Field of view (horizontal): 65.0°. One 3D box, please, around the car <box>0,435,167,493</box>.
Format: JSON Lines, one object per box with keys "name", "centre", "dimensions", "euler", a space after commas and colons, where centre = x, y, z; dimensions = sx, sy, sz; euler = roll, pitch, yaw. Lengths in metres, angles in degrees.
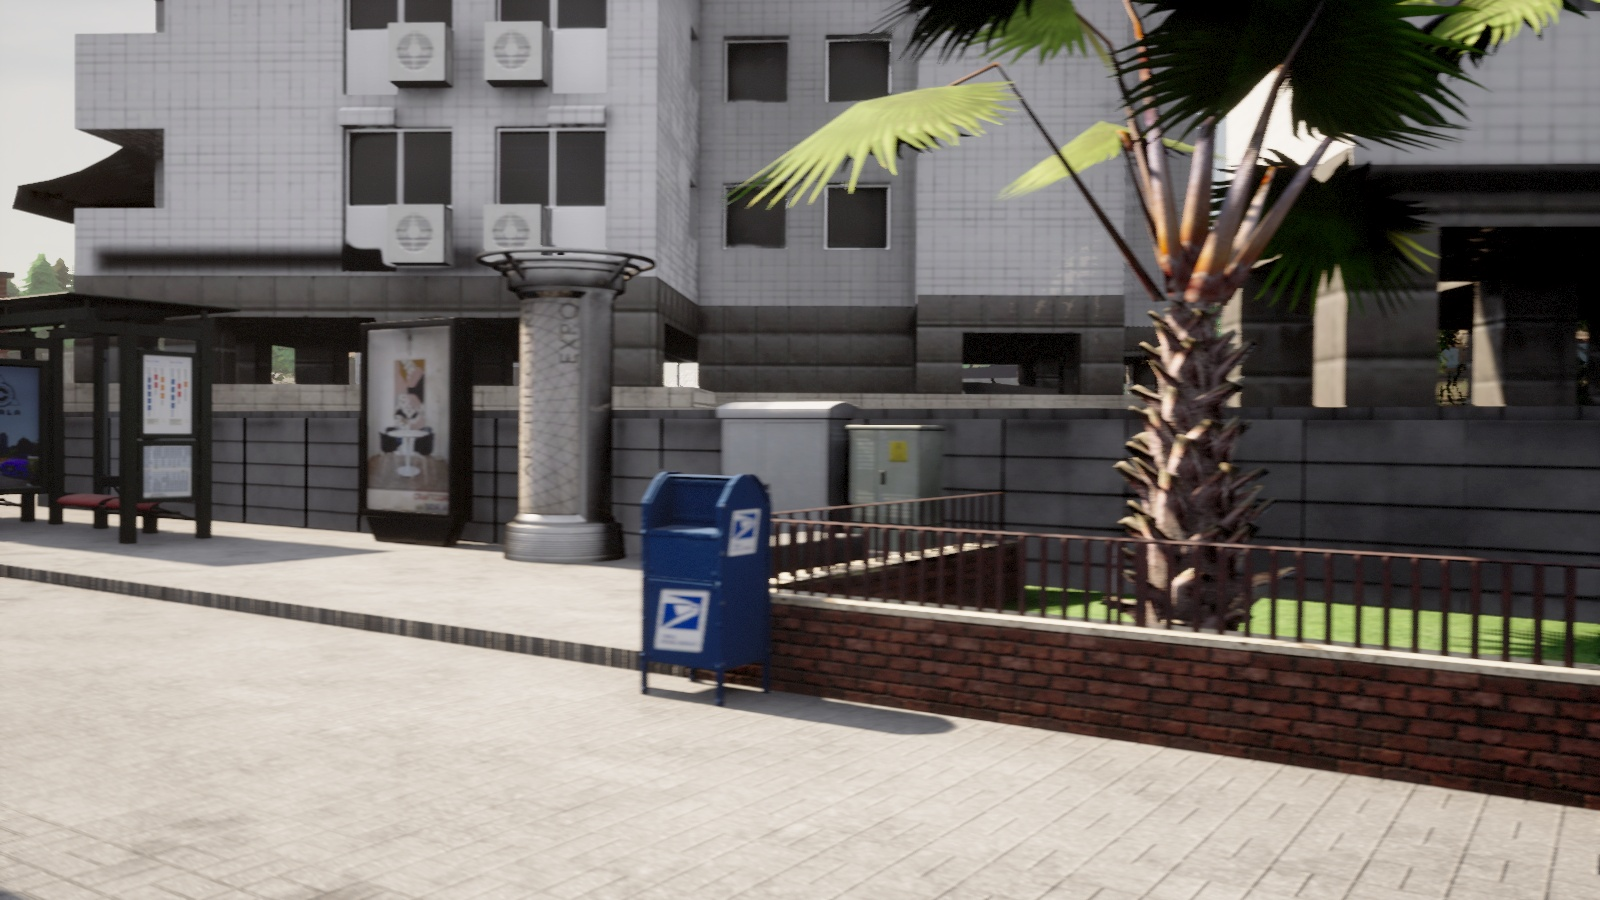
{"name": "car", "centre": [-21.704, 0.364, 36.878], "dimensions": [1.801, 1.575, 5.366], "euler": [0, 1, 34]}
